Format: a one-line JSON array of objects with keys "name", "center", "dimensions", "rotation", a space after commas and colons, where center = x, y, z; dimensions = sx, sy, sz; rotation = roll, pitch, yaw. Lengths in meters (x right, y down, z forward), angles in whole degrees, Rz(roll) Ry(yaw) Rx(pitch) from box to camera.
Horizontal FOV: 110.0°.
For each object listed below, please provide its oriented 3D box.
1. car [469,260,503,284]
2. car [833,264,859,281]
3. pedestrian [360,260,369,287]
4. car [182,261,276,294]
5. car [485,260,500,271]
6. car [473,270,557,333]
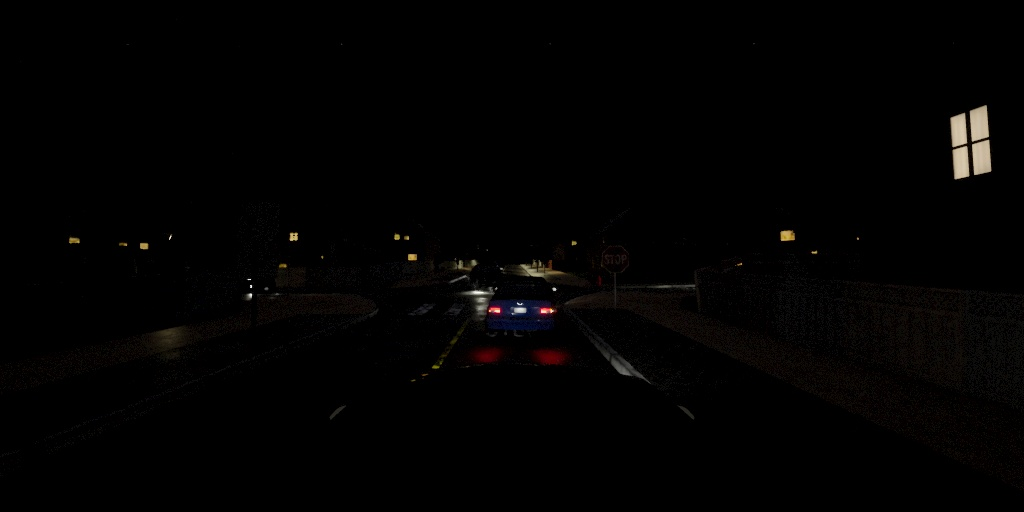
[{"name": "car", "center": [-1.800, 1.320, 25.128], "dimensions": [1.882, 1.535, 5.008], "rotation": [0, 2, -15]}, {"name": "car", "center": [25.626, 1.280, 26.950], "dimensions": [4.892, 1.490, 1.837], "rotation": [0, -3, -19]}, {"name": "pedestrian", "center": [-9.792, 1.148, 23.672], "dimensions": [0.375, 1.860, 0.375], "rotation": [0, -3, -1]}, {"name": "car", "center": [-14.476, 1.060, 17.999], "dimensions": [4.553, 1.767, 2.097], "rotation": [0, -3, 2]}, {"name": "car", "center": [-2.761, 1.385, 52.098], "dimensions": [1.882, 1.535, 5.008], "rotation": [0, 0, 0]}, {"name": "car", "center": [0.375, 1.310, 10.809], "dimensions": [2.033, 1.411, 5.357], "rotation": [0, 0, 4]}]
